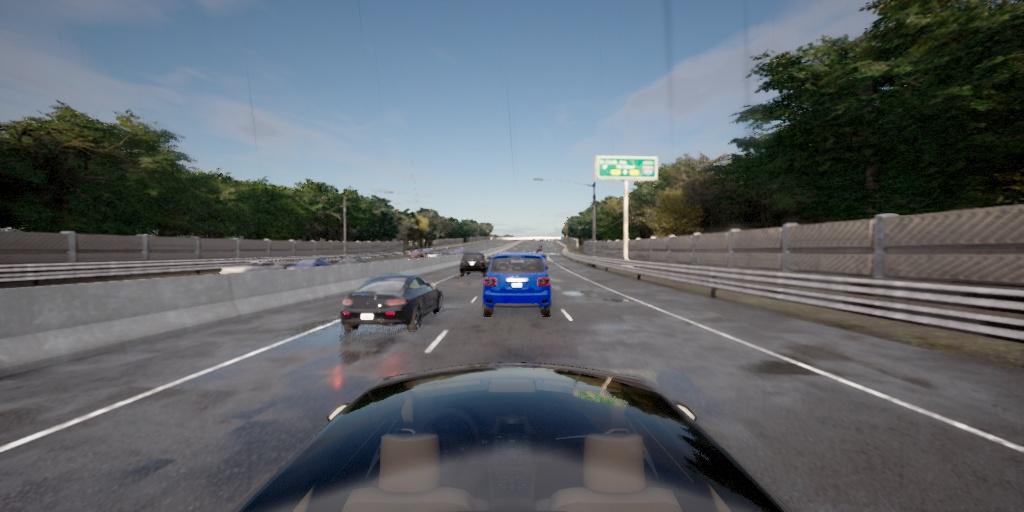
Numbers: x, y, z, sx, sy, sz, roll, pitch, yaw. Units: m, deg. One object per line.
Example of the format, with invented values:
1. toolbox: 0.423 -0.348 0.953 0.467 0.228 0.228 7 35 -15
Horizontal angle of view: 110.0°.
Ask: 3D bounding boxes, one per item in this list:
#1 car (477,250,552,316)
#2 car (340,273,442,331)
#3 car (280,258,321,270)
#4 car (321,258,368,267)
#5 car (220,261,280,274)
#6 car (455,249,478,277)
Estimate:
1. car: 0.174 0.901 13.072 2.150 2.045 5.566 0 0 1
2. car: -3.346 1.224 10.635 1.812 1.442 4.674 0 0 0
3. car: -17.206 0.948 30.681 1.812 1.442 4.674 0 1 1
4. car: -13.710 0.935 30.425 1.837 1.490 4.892 0 1 1
5. car: -20.754 1.054 28.900 1.895 1.301 4.718 0 1 1
6. car: -3.017 0.655 30.350 2.150 2.045 5.566 0 1 1
